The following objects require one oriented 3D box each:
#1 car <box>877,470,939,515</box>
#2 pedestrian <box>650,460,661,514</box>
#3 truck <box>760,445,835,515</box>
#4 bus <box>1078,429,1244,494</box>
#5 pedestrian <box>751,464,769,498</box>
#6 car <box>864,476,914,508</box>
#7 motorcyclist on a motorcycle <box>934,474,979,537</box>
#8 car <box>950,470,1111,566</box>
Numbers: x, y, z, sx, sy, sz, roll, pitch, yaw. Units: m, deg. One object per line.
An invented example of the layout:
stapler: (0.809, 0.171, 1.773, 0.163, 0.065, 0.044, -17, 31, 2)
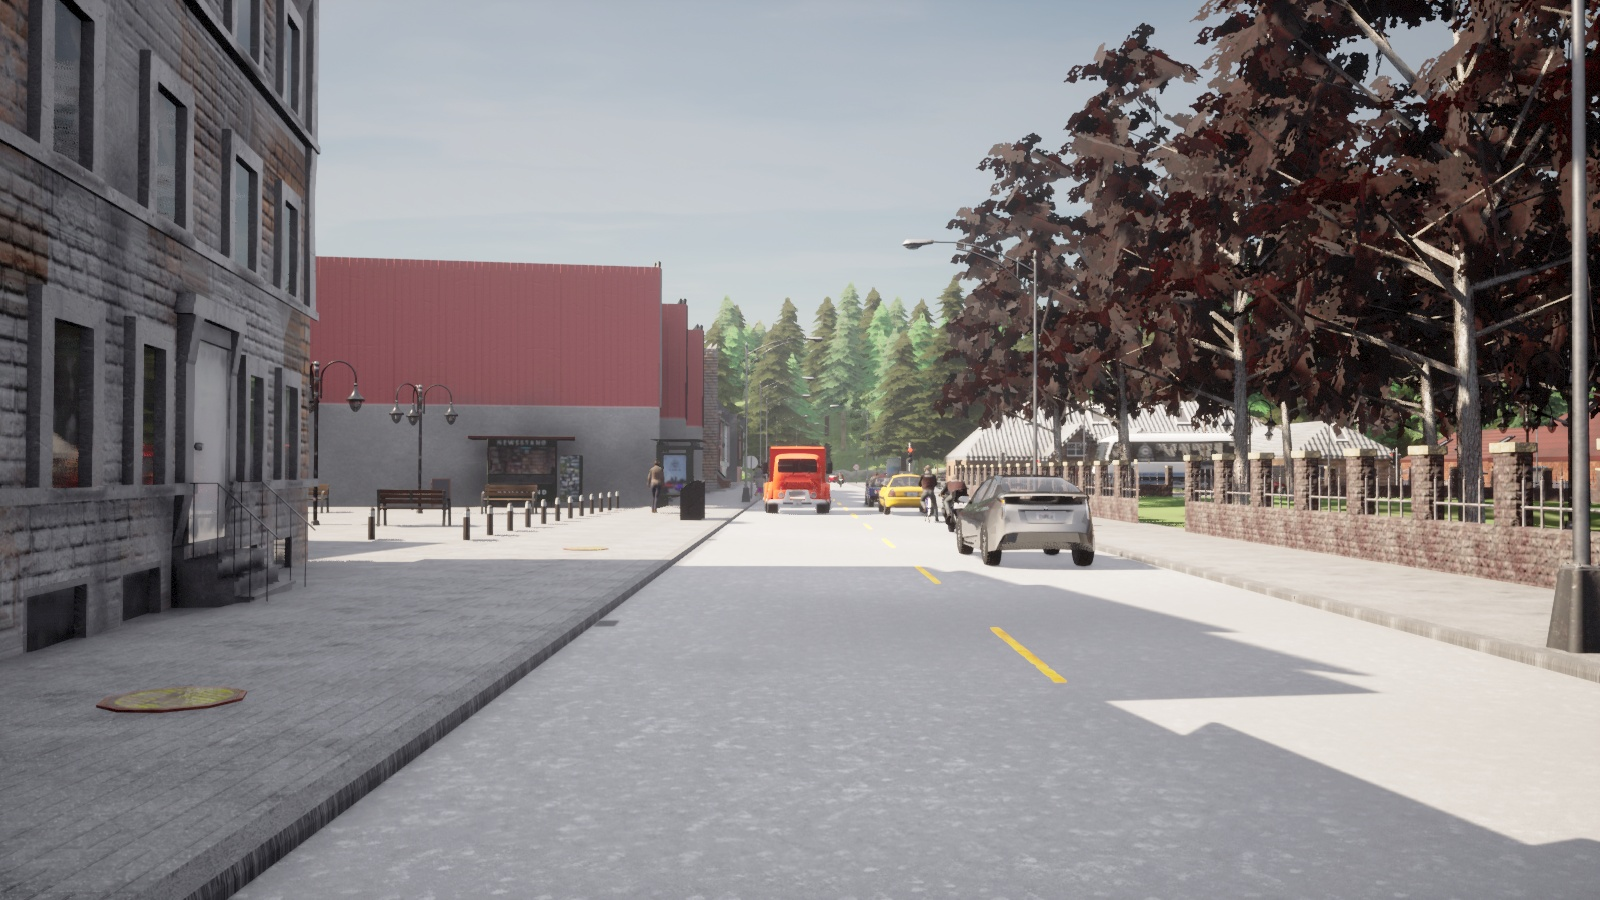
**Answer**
car: (3.914, 1.512, 46.176, 1.801, 1.575, 5.366, 0, -1, 0)
pedestrian: (-4.900, 1.250, 42.525, 0.328, 1.805, 0.869, 0, -1, -5)
truck: (-0.088, 1.114, 46.892, 2.627, 2.467, 5.204, 0, -1, 0)
bus: (24.891, 0.797, 87.054, 10.273, 4.253, 3.944, -1, -1, 0)
pedestrian: (-2.305, 1.771, 72.778, 0.659, 1.952, 0.873, -1, -1, 33)
car: (3.905, 1.834, 55.799, 1.895, 1.301, 4.718, 0, -1, 0)
motorcyclist on a motorcycle: (3.931, 1.365, 31.676, 0.866, 1.530, 2.191, 0, -1, 0)
car: (3.945, 1.119, 22.252, 2.007, 1.525, 4.514, 0, -1, 0)
